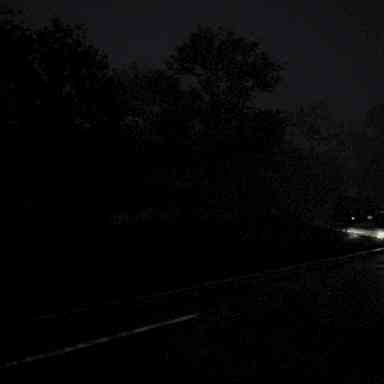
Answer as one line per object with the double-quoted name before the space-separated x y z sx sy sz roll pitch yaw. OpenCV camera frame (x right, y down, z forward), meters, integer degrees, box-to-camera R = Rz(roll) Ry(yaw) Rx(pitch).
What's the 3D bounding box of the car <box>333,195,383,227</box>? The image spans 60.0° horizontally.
"car" 11.644 1.238 23.586 2.150 2.045 5.566 -1 0 11
